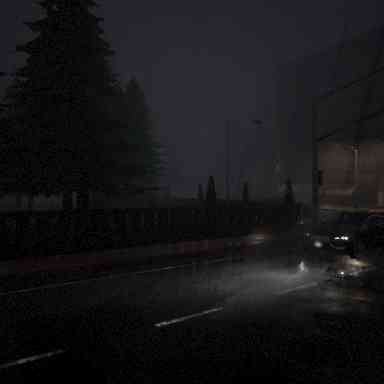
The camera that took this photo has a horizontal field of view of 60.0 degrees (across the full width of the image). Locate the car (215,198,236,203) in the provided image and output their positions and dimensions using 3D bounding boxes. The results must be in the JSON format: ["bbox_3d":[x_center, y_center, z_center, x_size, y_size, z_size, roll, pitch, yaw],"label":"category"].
[{"bbox_3d":[3.216,1.492,43.083,2.033,1.411,5.357,0,0,-20],"label":"car"}]

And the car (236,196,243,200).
[{"bbox_3d":[10.077,1.492,68.480,2.033,1.411,5.357,0,0,20],"label":"car"}]

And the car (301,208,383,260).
[{"bbox_3d":[6.205,1.491,12.588,4.902,1.511,2.128,0,0,-36],"label":"car"}]

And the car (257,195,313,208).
[{"bbox_3d":[7.991,1.298,27.742,2.097,1.767,4.553,0,0,-33],"label":"car"}]

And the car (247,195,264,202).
[{"bbox_3d":[14.868,1.469,77.593,1.812,1.442,4.674,0,0,40],"label":"car"}]

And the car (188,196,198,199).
[{"bbox_3d":[1.051,1.438,60.362,2.128,1.511,4.902,0,0,5],"label":"car"}]

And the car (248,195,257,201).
[{"bbox_3d":[8.113,1.422,33.953,1.882,1.535,5.008,0,0,-32],"label":"car"}]

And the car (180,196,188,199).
[{"bbox_3d":[-1.410,1.474,67.792,1.812,1.442,4.674,0,0,14],"label":"car"}]
